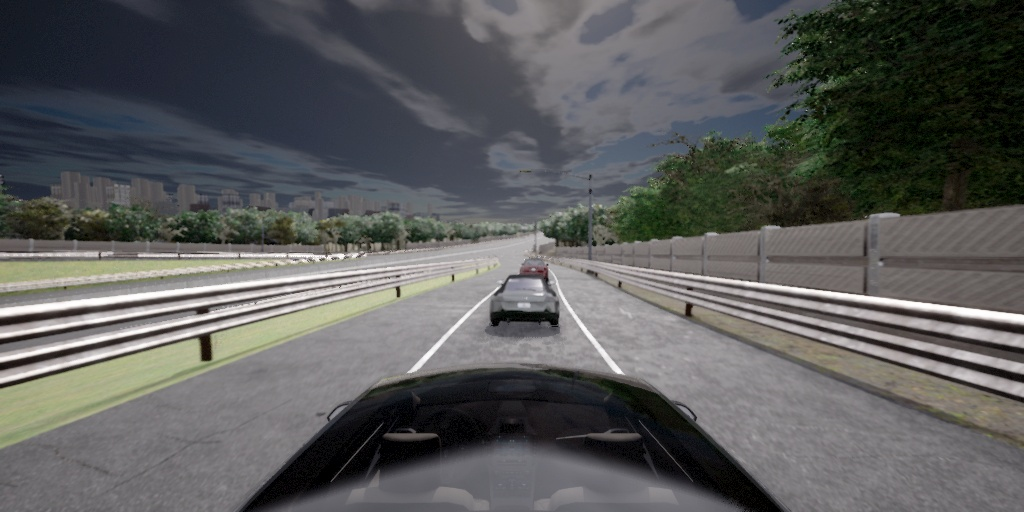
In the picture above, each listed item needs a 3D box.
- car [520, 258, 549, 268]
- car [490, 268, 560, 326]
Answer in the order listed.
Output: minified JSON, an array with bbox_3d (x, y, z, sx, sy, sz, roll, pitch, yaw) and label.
[{"bbox_3d":[1.730,0.966,27.622,2.097,1.767,4.553,0,1,6],"label":"car"},{"bbox_3d":[0.434,1.262,11.477,1.994,1.385,4.181,0,0,3],"label":"car"}]
